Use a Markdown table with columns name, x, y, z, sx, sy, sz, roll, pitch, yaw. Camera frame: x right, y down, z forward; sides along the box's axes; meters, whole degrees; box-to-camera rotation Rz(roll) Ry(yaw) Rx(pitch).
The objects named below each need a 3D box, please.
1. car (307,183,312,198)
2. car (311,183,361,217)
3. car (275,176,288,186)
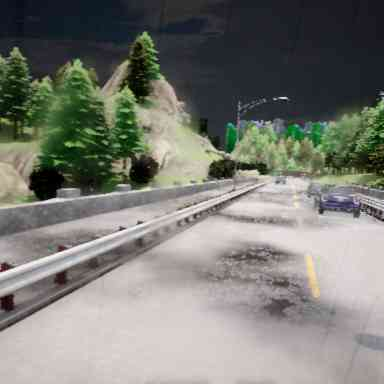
| name | x | y | z | sx | sy | sz | roll | pitch | yaw |
| --- | --- | --- | --- | --- | --- | --- | --- | --- | --- |
| car | 12.029 | -0.169 | 31.754 | 2.033 | 1.411 | 5.357 | 4 | 4 | 17 |
| car | 8.510 | 0.324 | 19.700 | 2.097 | 1.767 | 4.553 | 4 | 4 | 17 |
| car | 15.916 | -1.984 | 59.242 | 1.837 | 1.490 | 4.892 | 4 | 4 | 16 |
